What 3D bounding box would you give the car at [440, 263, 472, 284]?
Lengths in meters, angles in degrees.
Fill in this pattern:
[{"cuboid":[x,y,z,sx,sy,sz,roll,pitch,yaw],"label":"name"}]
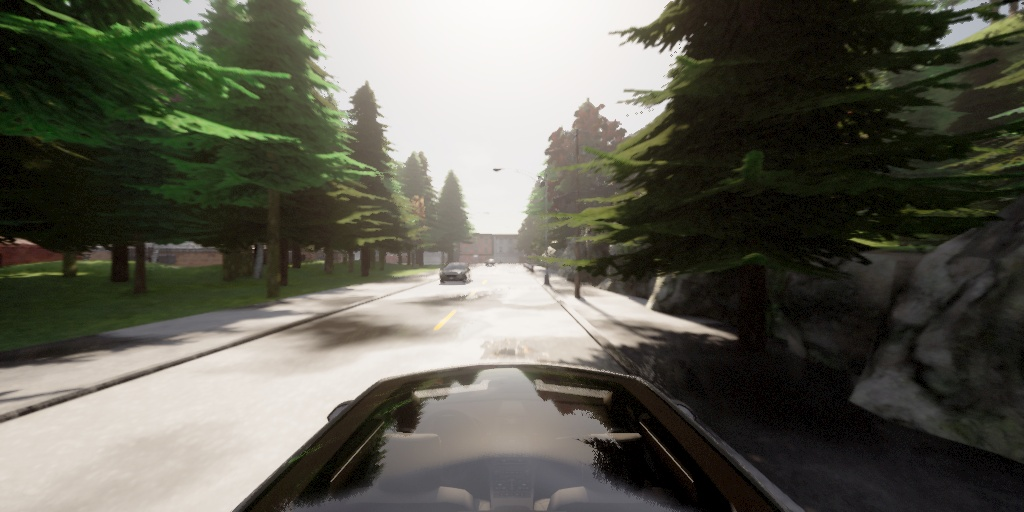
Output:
[{"cuboid":[-4.085,1.258,26.640,1.837,1.490,4.892,0,0,0],"label":"car"}]
